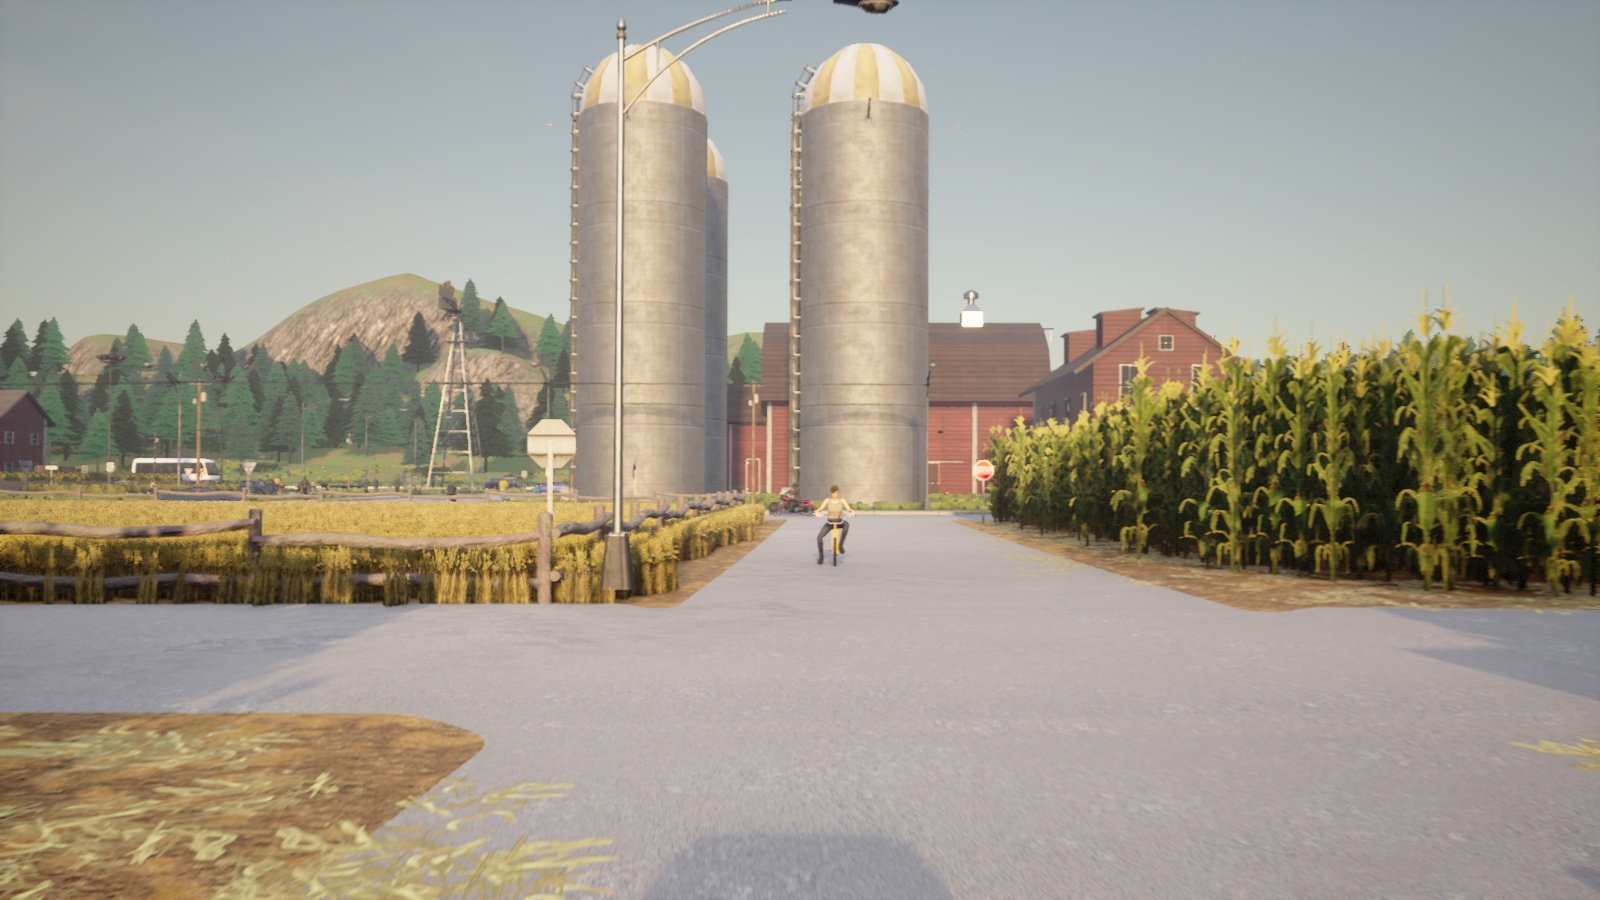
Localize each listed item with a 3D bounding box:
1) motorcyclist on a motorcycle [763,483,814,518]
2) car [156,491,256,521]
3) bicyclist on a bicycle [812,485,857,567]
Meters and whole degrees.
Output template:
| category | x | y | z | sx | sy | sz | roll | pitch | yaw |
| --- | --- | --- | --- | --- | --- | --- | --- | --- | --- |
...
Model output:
| category | x | y | z | sx | sy | sz | roll | pitch | yaw |
| --- | --- | --- | --- | --- | --- | --- | --- | --- | --- |
| motorcyclist on a motorcycle | -0.572 | 2.472 | 61.433 | 2.350 | 1.649 | 0.766 | -1 | -1 | 19 |
| car | -28.829 | 2.693 | 61.095 | 4.181 | 1.385 | 1.994 | 0 | -1 | -18 |
| bicyclist on a bicycle | 0.690 | 1.511 | 25.376 | 0.866 | 1.612 | 1.509 | 0 | -2 | 1 |
